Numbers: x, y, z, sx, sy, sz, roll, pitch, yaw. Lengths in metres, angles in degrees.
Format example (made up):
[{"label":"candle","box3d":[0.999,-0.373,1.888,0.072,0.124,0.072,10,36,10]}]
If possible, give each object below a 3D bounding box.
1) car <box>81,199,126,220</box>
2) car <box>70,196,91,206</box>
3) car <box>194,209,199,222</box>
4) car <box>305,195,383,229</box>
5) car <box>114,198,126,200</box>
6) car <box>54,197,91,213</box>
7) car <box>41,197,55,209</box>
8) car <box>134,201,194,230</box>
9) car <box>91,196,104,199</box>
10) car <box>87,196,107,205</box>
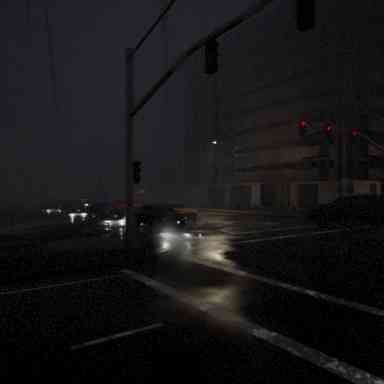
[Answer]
[{"label":"car","box3d":[-7.853,1.601,29.662,2.033,1.411,5.357,0,0,-35]},{"label":"car","box3d":[-19.845,1.543,58.986,2.128,1.511,4.902,0,0,-35]},{"label":"car","box3d":[-1.443,1.531,26.679,1.882,1.535,5.008,0,0,-35]},{"label":"car","box3d":[10.502,1.261,22.153,5.566,2.045,2.150,-1,2,26]},{"label":"car","box3d":[-6.813,1.405,34.245,2.097,1.767,4.553,0,0,-35]},{"label":"car","box3d":[-13.707,1.601,37.926,2.033,1.411,5.357,0,0,-35]},{"label":"car","box3d":[-19.750,1.531,46.503,1.882,1.535,5.008,0,0,-35]},{"label":"car","box3d":[-2.215,1.559,21.721,1.837,1.490,4.892,0,0,-35]},{"label":"car","box3d":[-12.893,1.601,42.826,2.033,1.411,5.357,0,0,-35]},{"label":"car","box3d":[-17.777,1.530,62.119,1.882,1.535,5.008,0,0,-35]}]
